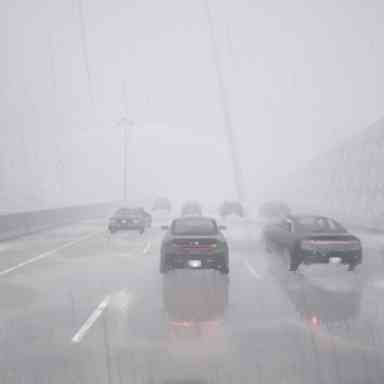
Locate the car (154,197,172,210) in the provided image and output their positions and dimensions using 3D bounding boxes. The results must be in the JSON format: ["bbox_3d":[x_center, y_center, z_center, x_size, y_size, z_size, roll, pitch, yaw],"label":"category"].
[{"bbox_3d":[-3.552,1.368,40.014,2.097,1.767,4.553,0,0,0],"label":"car"}]

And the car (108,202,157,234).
[{"bbox_3d":[-3.471,1.558,19.446,2.033,1.411,5.357,0,0,0],"label":"car"}]

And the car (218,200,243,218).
[{"bbox_3d":[3.486,1.507,30.336,1.837,1.490,4.892,0,0,0],"label":"car"}]

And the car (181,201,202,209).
[{"bbox_3d":[-0.019,1.534,31.549,1.812,1.442,4.674,0,0,0],"label":"car"}]

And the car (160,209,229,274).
[{"bbox_3d":[0.064,1.507,10.580,1.837,1.490,4.892,0,0,0],"label":"car"}]

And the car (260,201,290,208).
[{"bbox_3d":[6.994,1.500,28.317,1.837,1.490,4.892,0,0,0],"label":"car"}]

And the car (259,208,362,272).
[{"bbox_3d":[3.564,1.488,10.720,2.128,1.511,4.902,0,0,0],"label":"car"}]
